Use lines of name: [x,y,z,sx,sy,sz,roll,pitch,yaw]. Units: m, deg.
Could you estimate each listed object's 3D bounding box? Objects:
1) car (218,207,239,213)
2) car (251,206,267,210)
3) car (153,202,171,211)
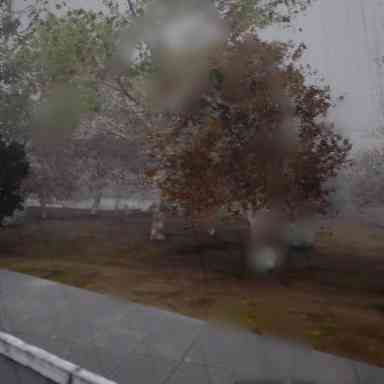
car: [6.439,3.142,63.787,4.181,1.385,1.994,3,0,-43]
car: [17.366,3.485,85.209,5.566,2.045,2.435,3,0,-43]
car: [-4.135,2.282,53.834,4.892,1.490,1.837,5,-1,-43]
